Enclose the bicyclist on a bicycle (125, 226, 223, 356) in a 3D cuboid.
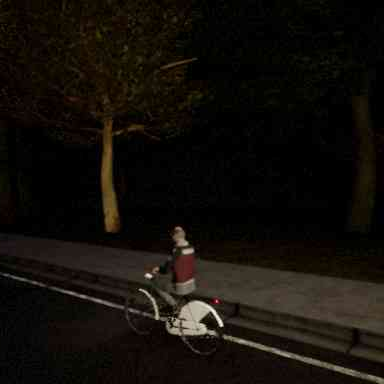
[{"bbox_3d":[-0.364,1.386,4.915,1.843,1.776,0.659,0,0,35],"label":"bicyclist on a bicycle"}]
